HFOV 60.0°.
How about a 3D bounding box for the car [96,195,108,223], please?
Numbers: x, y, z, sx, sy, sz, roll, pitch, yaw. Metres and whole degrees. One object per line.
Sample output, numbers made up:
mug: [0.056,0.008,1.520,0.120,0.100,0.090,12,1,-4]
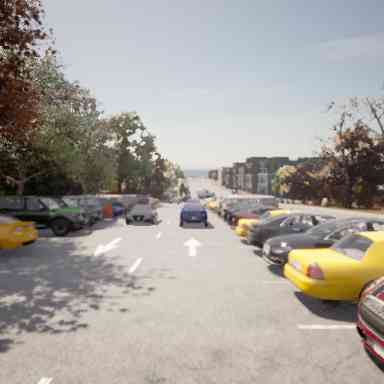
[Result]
car: [-8.500,1.259,20.867,5.566,2.045,2.435,0,0,0]

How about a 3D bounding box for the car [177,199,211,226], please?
car: [0.112,1.511,23.816,1.882,1.535,5.008,0,0,0]

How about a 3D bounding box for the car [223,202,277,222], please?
car: [4.581,1.539,20.774,4.792,1.488,2.163,0,0,0]

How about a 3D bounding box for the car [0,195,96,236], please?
car: [-8.501,1.255,18.097,5.566,2.045,2.435,0,0,0]

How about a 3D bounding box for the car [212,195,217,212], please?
car: [4.527,1.402,31.877,4.553,1.767,2.185,0,0,0]

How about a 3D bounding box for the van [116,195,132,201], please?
van: [-8.414,1.302,31.963,4.442,1.987,1.878,0,0,0]

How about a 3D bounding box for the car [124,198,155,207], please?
car: [-8.507,1.754,54.096,4.674,1.452,2.002,0,-1,0]

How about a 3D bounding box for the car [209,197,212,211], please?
car: [4.565,1.539,34.656,4.892,1.521,2.231,0,0,0]

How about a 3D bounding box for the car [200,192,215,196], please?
car: [4.542,1.463,54.080,5.566,2.045,2.435,0,-1,0]

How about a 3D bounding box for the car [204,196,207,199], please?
car: [4.751,1.627,45.749,5.366,1.575,1.946,0,-1,0]

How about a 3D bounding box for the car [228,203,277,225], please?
car: [4.579,1.535,17.998,4.792,1.488,2.163,0,0,0]

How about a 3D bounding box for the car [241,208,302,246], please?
car: [4.541,1.499,12.446,4.892,1.521,2.231,0,0,0]

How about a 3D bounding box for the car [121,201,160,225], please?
car: [-3.584,1.599,24.280,1.994,1.385,4.181,0,0,0]

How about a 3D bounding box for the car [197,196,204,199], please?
car: [0.124,1.584,41.348,1.882,1.535,5.008,0,-1,0]

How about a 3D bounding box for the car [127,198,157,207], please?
car: [-8.479,1.772,56.867,4.792,1.488,2.163,0,-1,0]

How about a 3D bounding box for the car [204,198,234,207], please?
car: [4.566,1.742,56.853,5.008,1.535,2.097,0,-1,0]

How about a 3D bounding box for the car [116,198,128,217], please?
car: [-8.529,1.521,29.176,5.008,1.535,2.097,0,0,0]

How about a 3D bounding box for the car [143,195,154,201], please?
car: [-8.543,1.379,45.790,5.566,2.045,2.435,0,-1,0]

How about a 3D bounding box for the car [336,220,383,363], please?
car: [4.574,1.360,4.117,4.553,1.767,2.185,0,0,0]

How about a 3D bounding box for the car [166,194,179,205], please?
car: [-3.452,1.662,66.019,2.128,1.511,4.902,0,0,0]

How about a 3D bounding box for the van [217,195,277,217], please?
van: [4.438,1.291,26.327,4.442,1.987,1.878,0,0,0]

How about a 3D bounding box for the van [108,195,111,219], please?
van: [-8.410,1.288,23.636,4.442,1.987,1.878,0,0,0]

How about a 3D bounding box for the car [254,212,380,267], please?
car: [4.552,1.495,9.669,4.892,1.521,2.231,0,0,0]

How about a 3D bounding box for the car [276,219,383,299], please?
car: [4.730,1.487,6.893,5.366,1.575,1.946,0,0,0]

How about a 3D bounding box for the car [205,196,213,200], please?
car: [4.376,1.551,37.423,5.366,1.575,1.946,0,0,0]

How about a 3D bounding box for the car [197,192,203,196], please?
car: [4.355,1.315,89.445,4.792,1.488,2.163,0,0,0]

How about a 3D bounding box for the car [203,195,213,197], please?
car: [4.383,1.683,51.301,5.366,1.575,1.946,0,-1,0]

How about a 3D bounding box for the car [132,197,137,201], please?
car: [-8.549,1.568,34.714,4.792,1.488,2.163,0,0,0]

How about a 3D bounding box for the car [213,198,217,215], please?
car: [4.527,1.551,29.103,4.792,1.488,2.163,0,0,0]

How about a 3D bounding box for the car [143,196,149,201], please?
car: [-8.487,1.632,43.018,4.792,1.488,2.163,0,-1,0]

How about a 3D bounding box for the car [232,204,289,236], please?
car: [4.734,1.499,15.221,5.366,1.575,1.946,0,0,0]

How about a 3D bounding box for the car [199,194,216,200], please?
car: [4.301,1.323,92.229,4.792,1.488,2.163,0,0,0]

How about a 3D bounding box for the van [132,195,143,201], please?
van: [-8.634,1.350,40.126,4.442,1.987,1.878,0,0,0]

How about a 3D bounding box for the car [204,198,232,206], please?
car: [4.603,1.800,59.629,4.792,1.488,2.163,0,-1,0]

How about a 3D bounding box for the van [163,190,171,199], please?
van: [-8.627,1.062,89.380,4.442,1.987,1.878,1,0,0]

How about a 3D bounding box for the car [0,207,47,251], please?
car: [-8.527,1.498,12.555,5.008,1.535,2.097,0,0,0]

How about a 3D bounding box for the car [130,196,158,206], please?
car: [-8.538,1.644,59.514,4.553,1.767,2.185,0,-1,0]

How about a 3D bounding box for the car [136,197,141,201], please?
car: [-8.548,1.583,37.353,4.792,1.488,2.163,0,0,0]

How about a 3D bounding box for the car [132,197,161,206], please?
car: [-8.500,1.797,62.284,5.008,1.535,2.097,0,-1,0]

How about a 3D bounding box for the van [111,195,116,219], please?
van: [-8.641,1.292,26.407,4.442,1.987,1.878,0,0,0]

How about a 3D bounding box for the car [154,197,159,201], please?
car: [-8.326,1.683,51.327,5.366,1.575,1.946,0,-1,0]
